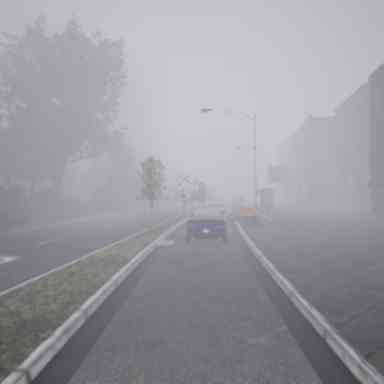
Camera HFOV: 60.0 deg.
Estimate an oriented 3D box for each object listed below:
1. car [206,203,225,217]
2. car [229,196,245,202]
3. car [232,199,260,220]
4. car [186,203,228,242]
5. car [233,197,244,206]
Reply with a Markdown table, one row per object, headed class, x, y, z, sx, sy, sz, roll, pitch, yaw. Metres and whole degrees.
| class | x | y | z | sx | sy | sz | roll | pitch | yaw |
| --- | --- | --- | --- | --- | --- | --- | --- | --- | --- |
| car | 2.552 | 1.827 | 35.183 | 1.895 | 1.301 | 4.718 | 0 | -1 | 7 |
| car | 8.694 | 1.674 | 62.065 | 2.435 | 2.045 | 5.566 | 0 | 0 | 7 |
| car | 4.803 | 1.652 | 29.068 | 2.097 | 1.535 | 5.008 | 0 | -1 | 6 |
| car | 0.779 | 1.543 | 16.757 | 1.882 | 1.535 | 5.008 | 0 | 0 | 4 |
| car | 9.340 | 1.841 | 67.512 | 2.185 | 1.767 | 4.553 | 0 | 0 | 7 |
